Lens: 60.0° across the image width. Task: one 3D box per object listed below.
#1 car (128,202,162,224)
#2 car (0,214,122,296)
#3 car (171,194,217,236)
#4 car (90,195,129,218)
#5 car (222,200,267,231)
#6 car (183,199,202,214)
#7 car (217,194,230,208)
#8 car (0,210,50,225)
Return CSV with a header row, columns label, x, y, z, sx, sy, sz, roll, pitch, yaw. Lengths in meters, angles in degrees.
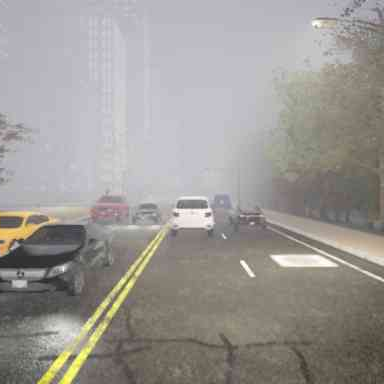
label,x,y,z,sx,sy,sz,roll,pitch,yaw
car,-3.306,1.546,25.179,1.812,1.442,4.674,0,0,0
car,-3.333,1.532,8.770,1.812,1.442,4.674,0,0,0
car,0.032,1.240,18.639,2.150,2.045,5.566,0,0,1
car,-6.544,1.247,27.313,2.150,2.045,5.566,0,0,0
car,3.298,1.508,20.566,2.128,1.511,4.902,0,0,0
car,0.087,1.581,37.973,2.033,1.411,5.357,0,0,0
car,3.342,1.256,39.342,2.150,2.045,5.566,0,0,0
car,-6.571,1.487,12.307,1.882,1.535,5.008,0,0,1
